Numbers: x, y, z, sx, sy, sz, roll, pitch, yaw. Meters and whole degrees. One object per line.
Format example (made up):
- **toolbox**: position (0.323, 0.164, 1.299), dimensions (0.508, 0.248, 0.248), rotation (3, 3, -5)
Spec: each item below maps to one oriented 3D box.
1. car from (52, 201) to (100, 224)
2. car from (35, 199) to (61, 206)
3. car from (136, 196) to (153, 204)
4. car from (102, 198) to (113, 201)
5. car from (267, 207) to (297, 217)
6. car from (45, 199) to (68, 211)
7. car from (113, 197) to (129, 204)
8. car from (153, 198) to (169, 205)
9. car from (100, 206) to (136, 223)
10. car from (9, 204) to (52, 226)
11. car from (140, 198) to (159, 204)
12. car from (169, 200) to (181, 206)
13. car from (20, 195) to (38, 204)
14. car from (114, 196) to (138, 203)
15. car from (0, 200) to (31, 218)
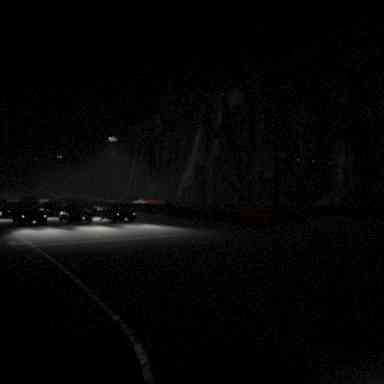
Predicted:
- **car**: position (-9.779, 1.772, 27.785), dimensions (2.128, 1.511, 4.902), rotation (1, -1, -35)
- **car**: position (-15.038, 1.829, 35.407), dimensions (1.812, 1.442, 4.674), rotation (1, -1, -34)
- **car**: position (-10.067, 2.084, 65.467), dimensions (1.812, 1.442, 4.674), rotation (1, 0, -34)
- **car**: position (-18.610, 1.901, 71.743), dimensions (2.033, 1.411, 5.357), rotation (1, 0, -34)
- **car**: position (7.998, 2.155, 33.298), dimensions (1.895, 1.301, 4.718), rotation (1, -1, -35)
- **car**: position (-19.968, 1.818, 48.812), dimensions (2.128, 1.511, 4.902), rotation (1, 0, -34)
- **car**: position (-15.724, 1.970, 73.721), dimensions (1.994, 1.385, 4.181), rotation (1, 0, -34)
- **car**: position (-7.163, 1.967, 67.425), dimensions (2.097, 1.767, 4.553), rotation (1, 0, -34)
- **car**: position (-6.714, 1.937, 29.499), dimensions (1.895, 1.301, 4.718), rotation (1, -1, -35)
- **car**: position (-12.494, 1.824, 25.552), dimensions (1.895, 1.301, 4.718), rotation (1, -1, -35)
- **car**: position (-9.951, 2.071, 77.679), dimensions (2.033, 1.411, 5.357), rotation (1, 0, -34)
- **car**: position (-4.315, 2.265, 69.453), dimensions (1.895, 1.301, 4.718), rotation (1, 0, -34)
- **car**: position (-22.879, 1.492, 46.877), dimensions (2.150, 2.045, 5.566), rotation (1, 0, -34)
- **car**: position (-12.720, 1.983, 63.148), dimensions (1.882, 1.535, 5.008), rotation (1, 0, -34)
- **car**: position (-17.545, 1.771, 32.888), dimensions (1.812, 1.442, 4.674), rotation (1, -1, -34)
